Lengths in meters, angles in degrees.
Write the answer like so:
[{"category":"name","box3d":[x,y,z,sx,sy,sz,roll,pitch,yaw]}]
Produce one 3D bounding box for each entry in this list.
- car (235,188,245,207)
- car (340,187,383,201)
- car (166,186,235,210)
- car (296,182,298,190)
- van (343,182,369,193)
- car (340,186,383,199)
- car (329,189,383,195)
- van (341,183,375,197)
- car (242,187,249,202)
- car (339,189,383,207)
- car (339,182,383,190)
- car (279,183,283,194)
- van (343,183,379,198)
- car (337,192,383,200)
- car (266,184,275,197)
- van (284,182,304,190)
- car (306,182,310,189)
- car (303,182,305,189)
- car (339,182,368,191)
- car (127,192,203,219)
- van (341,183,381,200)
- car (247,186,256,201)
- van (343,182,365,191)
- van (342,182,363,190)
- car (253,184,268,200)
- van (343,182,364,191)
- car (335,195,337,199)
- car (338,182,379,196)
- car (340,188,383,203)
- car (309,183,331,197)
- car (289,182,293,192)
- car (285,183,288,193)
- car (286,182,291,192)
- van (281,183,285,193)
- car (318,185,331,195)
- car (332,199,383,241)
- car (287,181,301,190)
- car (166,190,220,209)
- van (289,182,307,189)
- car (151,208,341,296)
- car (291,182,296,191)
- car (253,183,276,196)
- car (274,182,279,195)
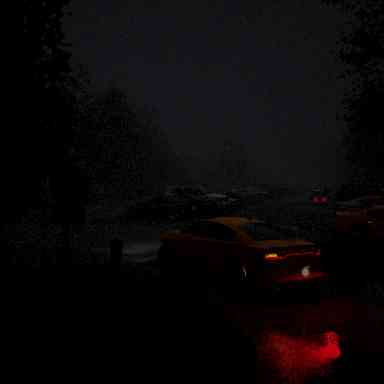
[{"category":"car","box3d":[1.587,0.659,29.605,5.366,1.575,1.946,1,3,24]},{"category":"car","box3d":[20.206,0.232,39.379,4.792,1.488,2.163,1,2,24]},{"category":"car","box3d":[0.297,0.523,27.133,5.566,2.045,2.435,1,3,24]},{"category":"car","box3d":[17.457,-0.733,65.045,4.892,1.521,2.231,1,2,24]},{"category":"van","box3d":[31.768,-0.932,64.662,4.442,1.987,1.878,1,2,24]},{"category":"car","box3d":[22.470,0.014,44.428,5.008,1.535,2.097,1,2,24]},{"category":"car","box3d":[13.155,0.860,24.348,5.366,1.575,1.946,1,3,24]},{"category":"van","box3d":[24.645,-0.393,49.514,4.442,1.987,1.878,1,2,24]},{"category":"car","box3d":[2.569,0.546,32.206,4.892,1.521,2.231,1,3,24]},{"category":"car","box3d":[16.727,0.553,31.845,4.792,1.488,2.163,1,3,24]},{"category":"car","box3d":[15.636,0.387,29.289,5.566,2.045,2.435,1,3,24]},{"category":"car","box3d":[10.605,-0.164,49.873,4.792,1.488,2.163,1,2,24]},{"category":"van","box3d":[23.714,-0.300,46.896,4.442,1.987,1.878,1,2,24]},{"category":"car","box3d":[9.975,1.077,16.804,4.553,1.767,2.185,1,3,24]},{"category":"car","box3d":[7.313,0.097,42.234,5.366,1.575,1.946,1,3,24]},{"category":"van","box3d":[25.365,-1.592,82.778,4.442,1.987,1.878,1,2,24]},{"category":"car","box3d":[26.642,-1.705,85.245,5.566,2.045,2.435,1,2,24]},{"category":"car","box3d":[23.175,-1.184,77.686,5.008,1.535,2.097,1,2,24]},{"category":"car","box3d":[35.065,-1.230,72.286,5.566,2.045,2.435,1,2,24]},{"category":"car","box3d":[-2.046,1.031,22.116,4.792,1.488,2.163,1,3,24]},{"category":"van","box3d":[21.217,-0.120,41.931,4.442,1.987,1.878,1,2,24]},{"category":"car","box3d":[3.540,0.425,34.810,5.366,1.575,1.946,1,3,24]},{"category":"van","box3d":[36.341,-1.292,74.749,4.442,1.987,1.878,1,2,24]},{"category":"van","box3d":[38.417,-1.475,79.896,4.442,1.987,1.878,1,2,24]},{"category":"car","box3d":[5.881,0.194,39.973,5.366,1.575,1.946,1,3,24]},{"category":"van","box3d":[37.432,-1.377,77.157,4.442,1.987,1.878,1,2,24]},{"category":"car","box3d":[11.011,1.123,19.243,4.792,1.488,2.163,1,3,24]},{"category":"car","box3d":[25.868,-0.507,51.997,5.566,2.045,2.435,1,2,24]},{"category":"car","box3d":[19.117,0.330,36.977,4.792,1.488,2.163,1,3,24]},{"category":"car","box3d":[18.363,-0.083,47.346,2.128,1.511,4.902,1,2,24]},{"category":"car","box3d":[15.134,-0.525,60.006,4.792,1.488,2.163,1,2,24]},{"category":"car","box3d":[12.843,-0.345,54.952,4.792,1.488,2.163,1,2,24]},{"category":"car","box3d":[13.988,-0.435,57.479,4.792,1.488,2.163,1,2,24]},{"category":"van","box3d":[11.830,-0.508,52.355,4.442,1.987,1.878,1,2,24]},{"category":"car","box3d":[22.613,-0.431,56.719,1.882,1.535,5.008,1,2,24]},{"category":"car","box3d":[8.798,1.316,14.303,5.008,1.535,2.097,1,3,24]},{"category":"car","box3d":[19.574,-0.920,70.178,5.366,1.575,1.946,1,2,24]},{"category":"car","box3d":[-0.869,0.887,24.627,5.008,1.535,2.097,1,3,24]},{"category":"van","box3d":[28.794,-1.787,90.347,4.442,1.987,1.878,1,1,24]},{"category":"car","box3d":[0.905,1.379,8.522,1.882,1.535,5.008,2,-1,-31]},{"category":"car","box3d":[16.137,-0.650,62.597,5.366,1.575,1.946,1,2,24]},{"category":"car","box3d":[8.281,-0.004,44.832,4.892,1.521,2.231,1,3,24]},{"category":"car","box3d":[9.462,-0.227,47.342,4.553,1.767,2.185,1,2,24]}]
